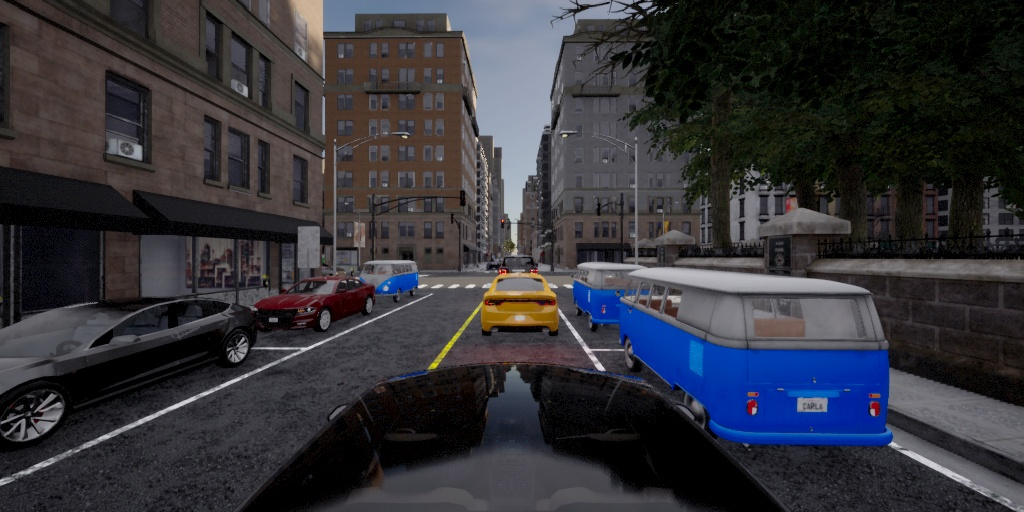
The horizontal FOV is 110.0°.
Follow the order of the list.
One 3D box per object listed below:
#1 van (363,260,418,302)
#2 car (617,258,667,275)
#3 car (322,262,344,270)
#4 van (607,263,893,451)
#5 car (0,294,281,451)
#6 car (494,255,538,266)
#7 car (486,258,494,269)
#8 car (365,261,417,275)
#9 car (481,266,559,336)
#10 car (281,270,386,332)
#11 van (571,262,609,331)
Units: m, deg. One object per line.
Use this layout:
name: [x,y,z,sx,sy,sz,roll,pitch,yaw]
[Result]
van: [-5.579,1.087,16.527,1.690,1.789,3.998,0,0,1]
car: [13.862,1.093,38.411,4.553,1.767,2.097,0,0,0]
car: [-16.197,1.279,28.657,5.357,1.411,2.033,0,0,1]
van: [2.716,1.090,5.049,1.690,1.789,3.998,0,0,1]
car: [-5.807,1.315,5.209,1.948,1.339,4.313,0,0,1]
car: [0.334,0.965,20.409,2.150,2.045,5.566,0,0,0]
car: [-2.295,1.085,49.659,2.097,1.767,4.553,0,0,2]
car: [-12.908,1.257,38.591,4.902,1.511,2.128,0,0,0]
car: [0.227,1.226,10.453,1.882,1.535,5.008,0,0,1]
car: [-5.693,1.293,10.868,1.888,1.381,4.507,0,0,1]
van: [2.831,1.089,10.705,1.690,1.789,3.998,0,0,1]
